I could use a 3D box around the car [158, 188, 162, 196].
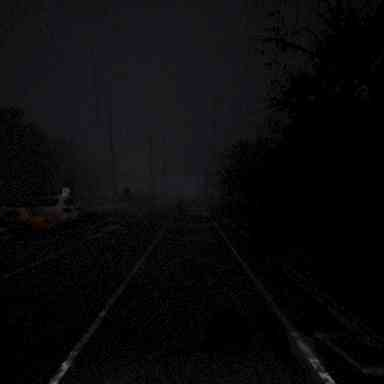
[{"bbox_3d":[-10.184,0.557,79.072,4.553,1.767,2.185,0,1,0],"label":"car"}]

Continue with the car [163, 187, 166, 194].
[{"bbox_3d":[-10.203,0.209,90.208,4.553,1.767,2.185,0,2,0],"label":"car"}]

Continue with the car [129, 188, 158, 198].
[{"bbox_3d":[-10.288,0.631,67.924,5.566,2.045,2.435,0,1,0],"label":"car"}]

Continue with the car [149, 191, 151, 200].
[{"bbox_3d":[-10.322,0.959,59.567,4.792,1.488,2.163,0,0,0],"label":"car"}]

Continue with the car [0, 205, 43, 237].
[{"bbox_3d":[-10.173,1.525,15.865,4.892,1.521,2.231,0,0,0],"label":"car"}]

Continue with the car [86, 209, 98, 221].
[{"bbox_3d":[-10.103,1.607,26.970,4.792,1.488,2.163,0,0,0],"label":"car"}]

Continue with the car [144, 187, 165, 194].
[{"bbox_3d":[-10.214,0.310,87.430,4.553,1.767,2.185,0,2,0],"label":"car"}]

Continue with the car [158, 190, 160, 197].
[{"bbox_3d":[-10.208,0.835,73.495,4.792,1.488,2.163,0,1,0],"label":"car"}]

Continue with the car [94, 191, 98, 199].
[{"bbox_3d":[-23.514,0.843,70.710,5.366,1.575,1.946,0,1,0],"label":"car"}]

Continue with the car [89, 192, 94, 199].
[{"bbox_3d":[-23.525,0.876,67.915,5.366,1.575,1.946,0,1,0],"label":"car"}]

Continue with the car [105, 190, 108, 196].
[{"bbox_3d":[-23.291,0.683,78.945,5.008,1.535,2.097,0,1,0],"label":"car"}]

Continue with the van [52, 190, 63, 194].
[{"bbox_3d":[-23.257,0.709,56.751,4.442,1.987,1.878,1,0,0],"label":"van"}]

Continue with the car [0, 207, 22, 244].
[{"bbox_3d":[-9.990,1.507,13.089,5.366,1.575,1.946,0,0,0],"label":"car"}]

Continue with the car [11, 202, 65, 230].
[{"bbox_3d":[-10.344,1.534,18.642,5.366,1.575,1.946,0,0,0],"label":"car"}]

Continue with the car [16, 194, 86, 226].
[{"bbox_3d":[-10.178,1.299,21.419,5.566,2.045,2.435,0,0,0],"label":"car"}]

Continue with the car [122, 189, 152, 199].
[{"bbox_3d":[-10.313,0.796,62.353,4.553,1.767,2.185,0,0,0],"label":"car"}]

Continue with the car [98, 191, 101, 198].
[{"bbox_3d":[-23.289,0.834,73.366,4.792,1.488,2.163,0,1,0],"label":"car"}]

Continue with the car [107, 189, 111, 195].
[{"bbox_3d":[-23.278,0.607,81.862,4.892,1.521,2.231,0,1,0],"label":"car"}]

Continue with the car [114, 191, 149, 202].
[{"bbox_3d":[-10.274,0.966,56.783,4.792,1.488,2.163,0,0,0],"label":"car"}]

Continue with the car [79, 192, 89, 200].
[{"bbox_3d":[-23.379,0.933,65.123,4.792,1.488,2.163,0,0,0],"label":"car"}]

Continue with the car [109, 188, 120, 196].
[{"bbox_3d":[-23.067,0.334,90.092,5.366,1.575,1.946,0,2,0],"label":"car"}]

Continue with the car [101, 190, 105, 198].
[{"bbox_3d":[-23.302,0.748,76.156,5.008,1.535,2.097,0,1,0],"label":"car"}]

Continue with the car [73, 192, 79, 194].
[{"bbox_3d":[-23.376,0.966,59.426,4.674,1.452,2.002,0,0,0],"label":"car"}]

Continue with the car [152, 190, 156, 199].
[{"bbox_3d":[-10.265,0.907,65.133,5.008,1.535,2.097,0,1,0],"label":"car"}]

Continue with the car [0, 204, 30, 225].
[{"bbox_3d":[-14.576,1.690,25.611,1.895,1.301,4.718,0,0,0],"label":"car"}]
